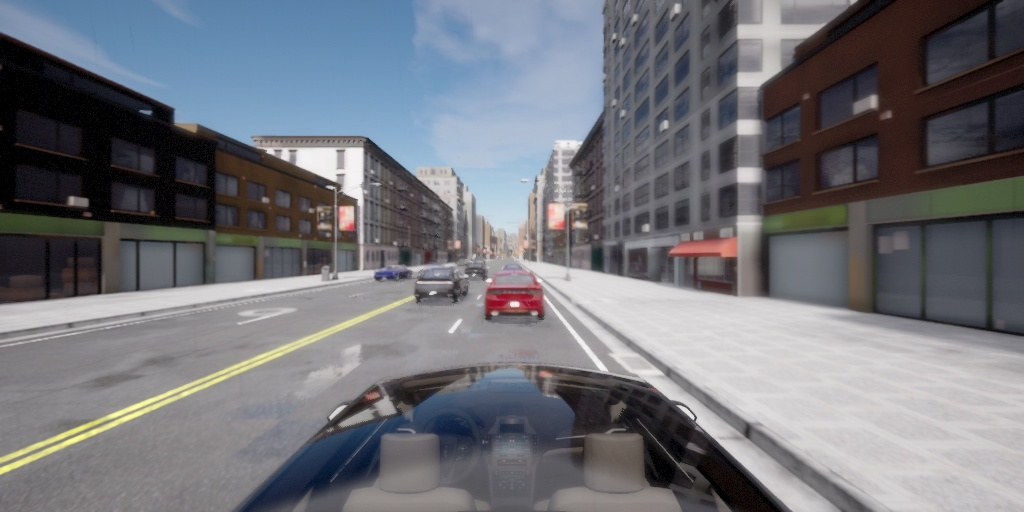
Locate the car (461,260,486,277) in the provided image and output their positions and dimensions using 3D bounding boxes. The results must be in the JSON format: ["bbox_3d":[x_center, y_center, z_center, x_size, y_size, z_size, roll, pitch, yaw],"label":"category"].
[{"bbox_3d":[-3.157,1.352,32.477,1.837,1.490,4.892,0,0,0],"label":"car"}]

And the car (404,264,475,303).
[{"bbox_3d":[-3.157,1.287,16.753,2.128,1.511,4.902,0,0,0],"label":"car"}]

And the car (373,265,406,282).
[{"bbox_3d":[-9.854,1.439,29.934,1.895,1.301,4.718,0,0,0],"label":"car"}]

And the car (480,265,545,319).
[{"bbox_3d":[0.091,1.261,12.906,1.882,1.535,5.008,0,0,0],"label":"car"}]

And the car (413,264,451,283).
[{"bbox_3d":[-6.604,1.387,30.300,2.033,1.411,5.357,0,0,0],"label":"car"}]
